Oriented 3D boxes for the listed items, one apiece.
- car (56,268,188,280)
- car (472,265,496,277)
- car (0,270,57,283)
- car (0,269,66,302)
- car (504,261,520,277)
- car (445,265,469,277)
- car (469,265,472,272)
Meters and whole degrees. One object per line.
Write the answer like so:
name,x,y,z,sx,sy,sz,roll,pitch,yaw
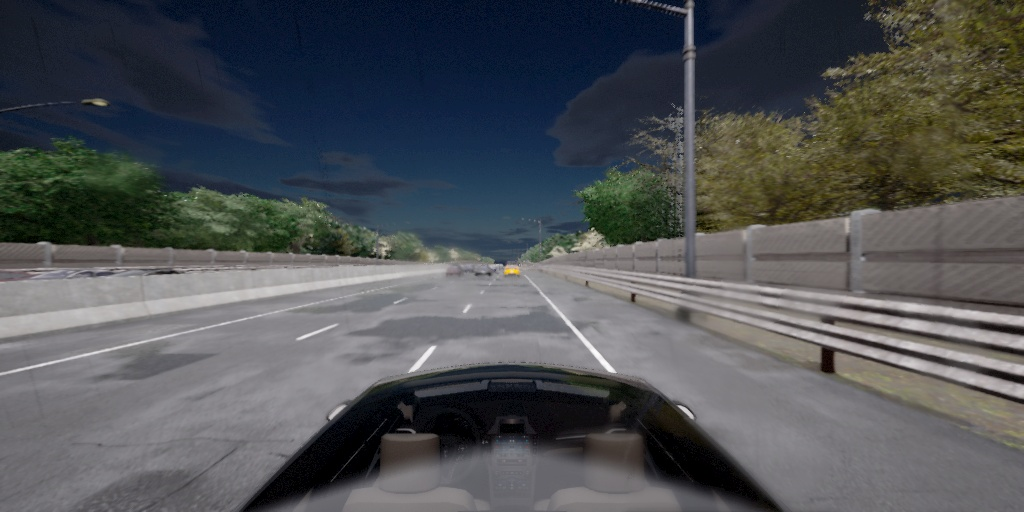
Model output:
car,-17.591,1.368,17.081,1.837,1.490,4.892,0,-1,0
car,-3.502,1.860,45.293,1.994,1.385,4.181,0,-1,0
car,-21.092,1.357,17.229,2.128,1.511,4.902,0,-1,0
car,-24.590,1.385,16.686,1.812,1.442,4.674,0,-1,0
car,0.000,1.766,44.878,1.882,1.535,5.008,0,-1,0
car,-7.003,1.828,44.479,2.033,1.411,5.357,0,-1,0
car,-6.969,2.126,60.058,2.033,1.411,5.357,0,-1,1
